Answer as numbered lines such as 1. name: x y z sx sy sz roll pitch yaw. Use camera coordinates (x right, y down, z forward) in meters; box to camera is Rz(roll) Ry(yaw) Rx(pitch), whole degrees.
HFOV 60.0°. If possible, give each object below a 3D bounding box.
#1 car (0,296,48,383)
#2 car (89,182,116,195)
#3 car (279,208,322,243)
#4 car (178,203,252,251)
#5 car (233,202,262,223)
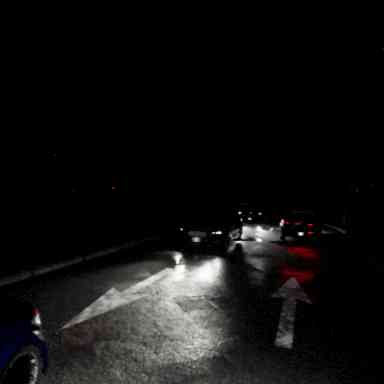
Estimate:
1. car: -2.835 1.412 2.014 1.994 1.385 4.181 3 0 12
2. car: -11.652 -0.497 42.356 4.902 1.511 2.128 6 1 20
3. car: 5.630 1.624 17.303 1.837 1.490 4.892 3 1 17
4. car: 0.951 1.428 14.073 2.128 1.511 4.902 3 1 19
5. car: 3.870 1.497 25.316 1.895 1.301 4.718 3 1 -5
